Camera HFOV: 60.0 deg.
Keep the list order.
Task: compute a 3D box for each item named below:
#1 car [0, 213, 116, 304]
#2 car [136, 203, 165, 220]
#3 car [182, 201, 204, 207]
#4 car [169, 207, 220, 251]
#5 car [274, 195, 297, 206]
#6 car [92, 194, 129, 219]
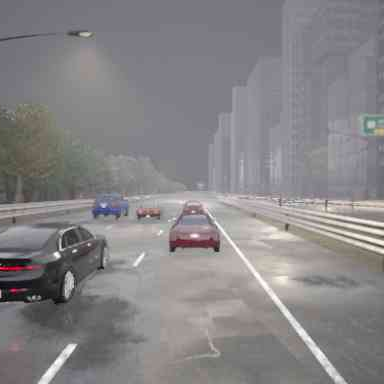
[{"bbox_3d":[-3.399,1.500,8.114,1.837,1.490,4.892,0,0,0],"label":"car"},{"bbox_3d":[-3.394,1.587,28.025,1.895,1.301,4.718,0,0,0],"label":"car"},{"bbox_3d":[0.105,1.512,30.472,1.812,1.442,4.674,0,0,0],"label":"car"},{"bbox_3d":[0.103,1.555,14.078,1.994,1.385,4.181,0,0,0],"label":"car"},{"bbox_3d":[15.705,1.452,56.440,2.097,1.767,4.553,0,0,-18],"label":"car"},{"bbox_3d":[-6.893,1.208,28.651,2.150,2.045,5.566,0,0,0],"label":"car"}]
